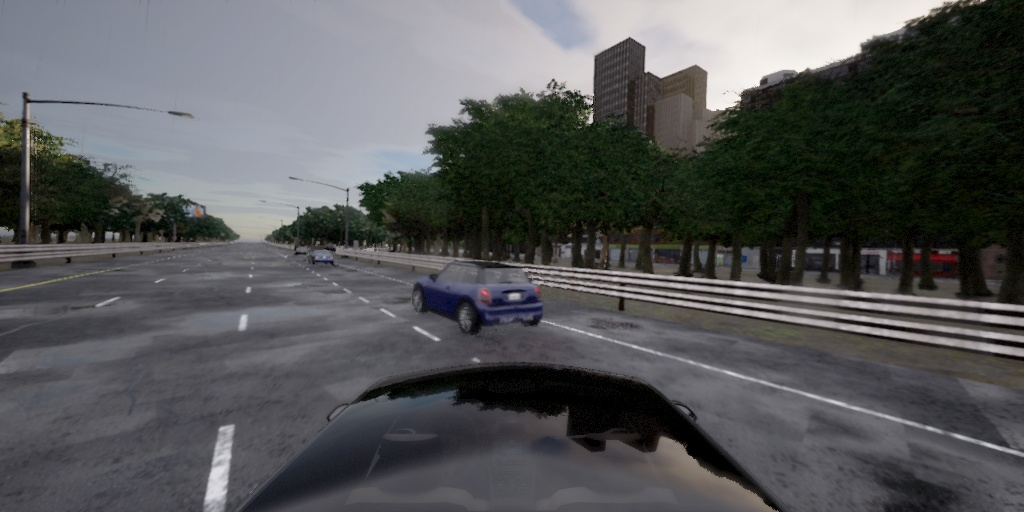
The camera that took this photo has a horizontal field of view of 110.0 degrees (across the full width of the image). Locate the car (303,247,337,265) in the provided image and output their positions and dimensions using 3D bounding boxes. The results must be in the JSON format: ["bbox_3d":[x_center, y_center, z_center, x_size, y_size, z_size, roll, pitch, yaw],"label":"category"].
[{"bbox_3d":[-18.564,0.115,34.755,2.033,1.411,5.357,1,1,-35],"label":"car"}]

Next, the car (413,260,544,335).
[{"bbox_3d":[-1.165,0.917,10.280,2.097,1.767,4.553,1,1,-35],"label":"car"}]
